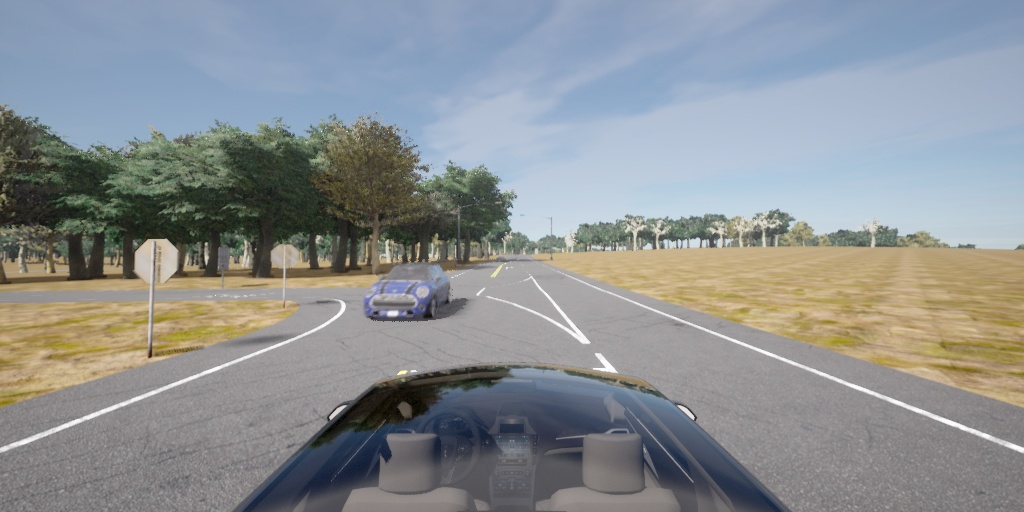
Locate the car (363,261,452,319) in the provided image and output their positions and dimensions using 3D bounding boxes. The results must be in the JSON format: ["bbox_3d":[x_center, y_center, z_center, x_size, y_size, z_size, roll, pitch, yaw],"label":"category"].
[{"bbox_3d":[-3.495,1.047,12.760,2.097,1.767,4.553,0,1,0],"label":"car"}]
